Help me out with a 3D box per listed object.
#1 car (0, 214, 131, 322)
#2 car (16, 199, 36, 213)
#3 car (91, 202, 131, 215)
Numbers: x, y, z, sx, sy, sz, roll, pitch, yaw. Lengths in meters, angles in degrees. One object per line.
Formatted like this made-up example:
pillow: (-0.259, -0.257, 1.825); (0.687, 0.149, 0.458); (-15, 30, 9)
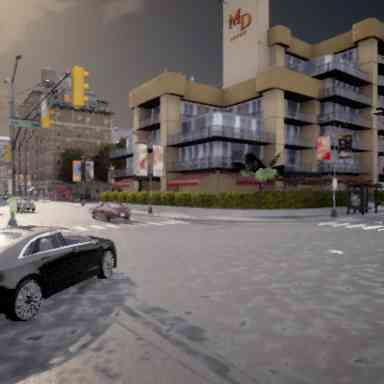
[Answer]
car: (-3.368, 1.487, 7.329); (2.128, 1.511, 4.902); (0, 0, 14)
car: (-19.014, 1.528, 37.586); (2.033, 1.411, 5.357); (0, 0, -36)
car: (-6.409, 1.494, 26.178); (1.812, 1.442, 4.674); (0, 0, -36)
